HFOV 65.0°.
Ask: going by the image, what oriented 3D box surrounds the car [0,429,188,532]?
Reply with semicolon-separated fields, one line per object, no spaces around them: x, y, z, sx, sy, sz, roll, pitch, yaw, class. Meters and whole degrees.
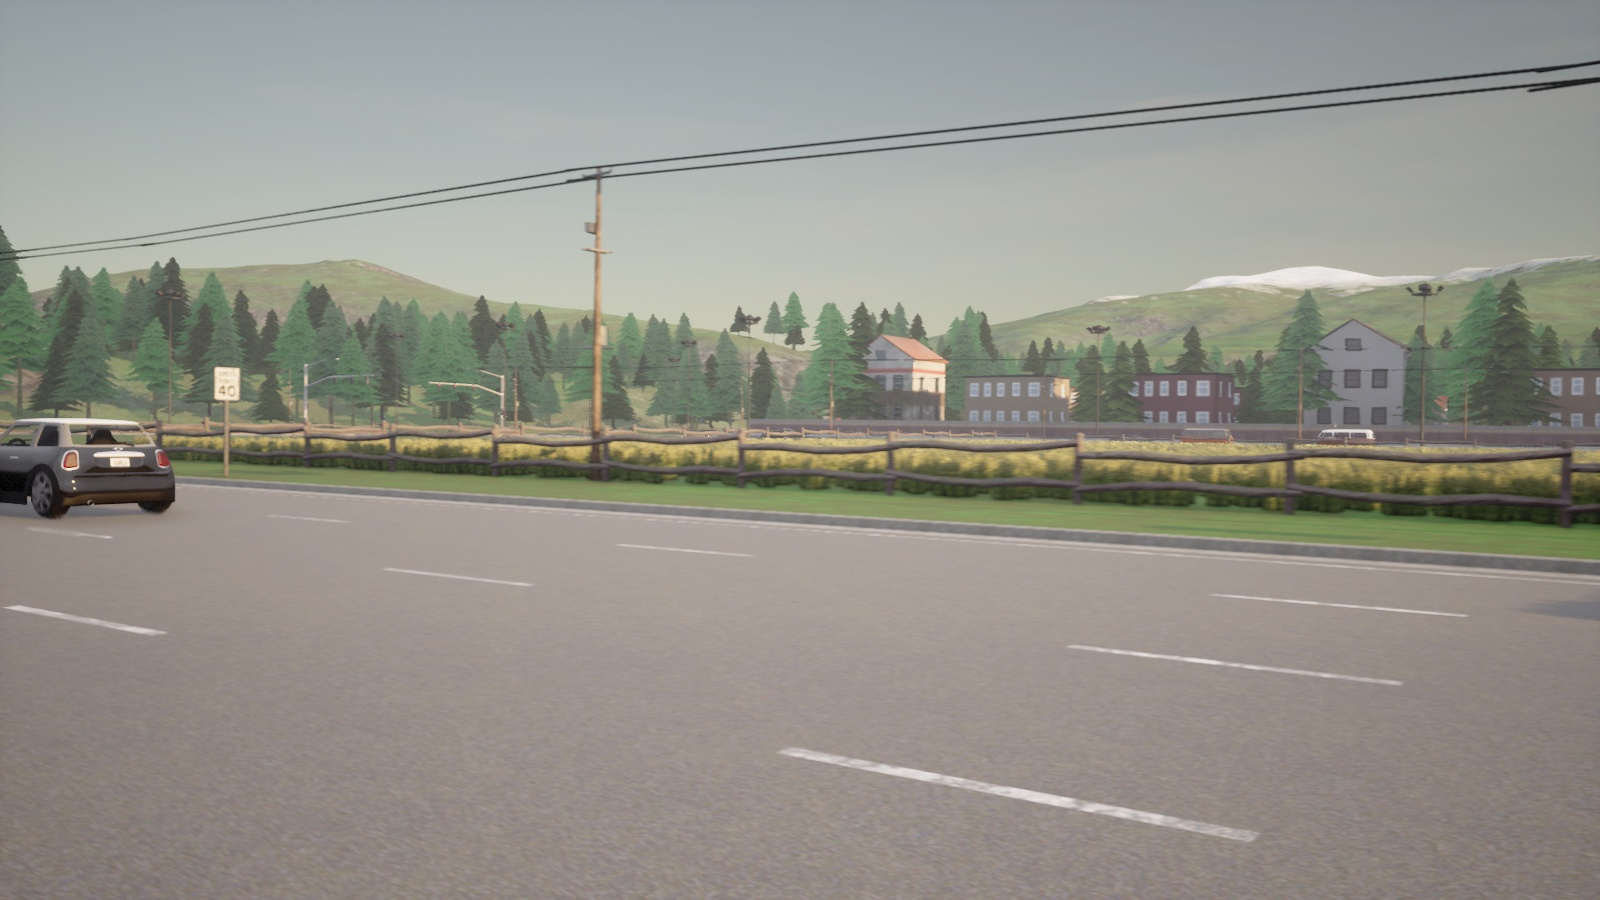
-11.650;0.411;19.759;3.806;1.475;1.970;0;1;34;car
